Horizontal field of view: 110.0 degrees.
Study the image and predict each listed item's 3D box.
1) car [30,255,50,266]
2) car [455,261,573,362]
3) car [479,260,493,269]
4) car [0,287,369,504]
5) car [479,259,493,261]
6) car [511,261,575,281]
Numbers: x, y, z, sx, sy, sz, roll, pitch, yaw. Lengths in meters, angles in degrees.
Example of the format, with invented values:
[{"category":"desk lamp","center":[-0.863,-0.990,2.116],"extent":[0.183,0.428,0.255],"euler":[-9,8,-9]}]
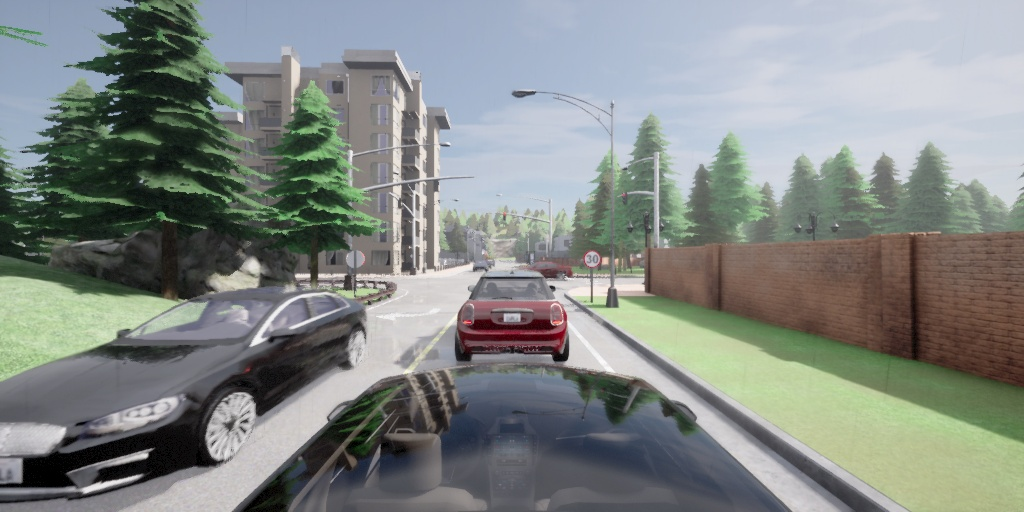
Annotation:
[{"category":"car","center":[-30.940,0.982,24.700],"extent":[5.566,2.045,2.150],"euler":[0,0,-1]},{"category":"car","center":[0.002,1.101,8.402],"extent":[2.097,1.767,4.553],"euler":[0,0,0]},{"category":"car","center":[-4.080,1.340,56.370],"extent":[1.895,1.301,4.718],"euler":[0,0,0]},{"category":"car","center":[-3.635,1.241,4.954],"extent":[2.128,1.511,4.902],"euler":[0,0,-1]},{"category":"car","center":[-3.998,1.289,46.697],"extent":[2.033,1.411,5.357],"euler":[0,0,0]},{"category":"car","center":[2.428,1.217,29.364],"extent":[5.008,1.535,1.882],"euler":[0,0,-3]}]
